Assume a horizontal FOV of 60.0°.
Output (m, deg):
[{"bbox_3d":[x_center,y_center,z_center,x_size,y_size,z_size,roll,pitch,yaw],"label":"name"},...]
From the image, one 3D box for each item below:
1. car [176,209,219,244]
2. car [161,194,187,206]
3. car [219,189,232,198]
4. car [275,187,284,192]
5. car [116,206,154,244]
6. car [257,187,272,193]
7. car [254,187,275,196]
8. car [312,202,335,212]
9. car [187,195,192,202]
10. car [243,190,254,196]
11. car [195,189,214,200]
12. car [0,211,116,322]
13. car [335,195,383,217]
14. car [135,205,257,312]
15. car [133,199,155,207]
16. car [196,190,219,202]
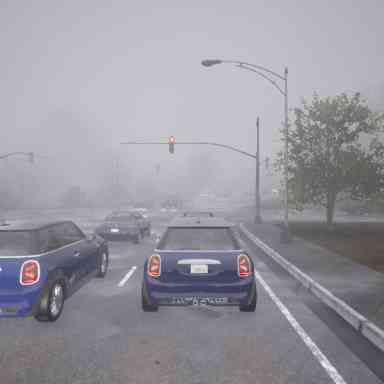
[{"bbox_3d":[0.326,1.633,16.940,1.895,1.301,4.718,0,0,2],"label":"car"},{"bbox_3d":[-2.860,1.326,49.621,2.150,2.045,5.566,0,0,14],"label":"car"},{"bbox_3d":[7.509,0.347,77.357,2.150,2.045,5.566,0,3,28],"label":"car"},{"bbox_3d":[23.401,-0.598,89.378,1.882,1.535,5.008,0,3,38],"label":"car"},{"bbox_3d":[-3.199,1.594,16.018,1.994,1.385,4.181,0,0,2],"label":"car"},{"bbox_3d":[19.801,-0.522,90.398,2.128,1.511,4.902,0,3,38],"label":"car"},{"bbox_3d":[17.662,0.142,80.977,2.128,1.511,4.902,0,3,33],"label":"car"},{"bbox_3d":[16.434,1.532,38.431,4.892,1.490,1.837,-1,0,4],"label":"car"},{"bbox_3d":[-1.607,1.307,65.607,2.128,1.511,4.902,0,2,21],"label":"car"},{"bbox_3d":[14.132,0.206,81.913,1.812,1.442,4.674,0,3,33],"label":"car"},{"bbox_3d":[2.879,0.541,75.935,2.150,2.045,5.566,0,3,26],"label":"car"},{"bbox_3d":[-3.365,1.361,7.405,2.097,1.767,4.553,0,0,1],"label":"car"},{"bbox_3d":[16.915,1.218,31.147,5.566,2.045,2.150,-1,0,2],"label":"car"},{"bbox_3d":[0.139,1.361,7.909,2.097,1.767,4.553,0,0,0],"label":"car"},{"bbox_3d":[-6.852,1.675,47.875,1.994,1.385,4.181,0,0,13],"label":"car"},{"bbox_3d":[2.999,0.896,67.738,2.150,2.045,5.566,0,2,23],"label":"car"}]
